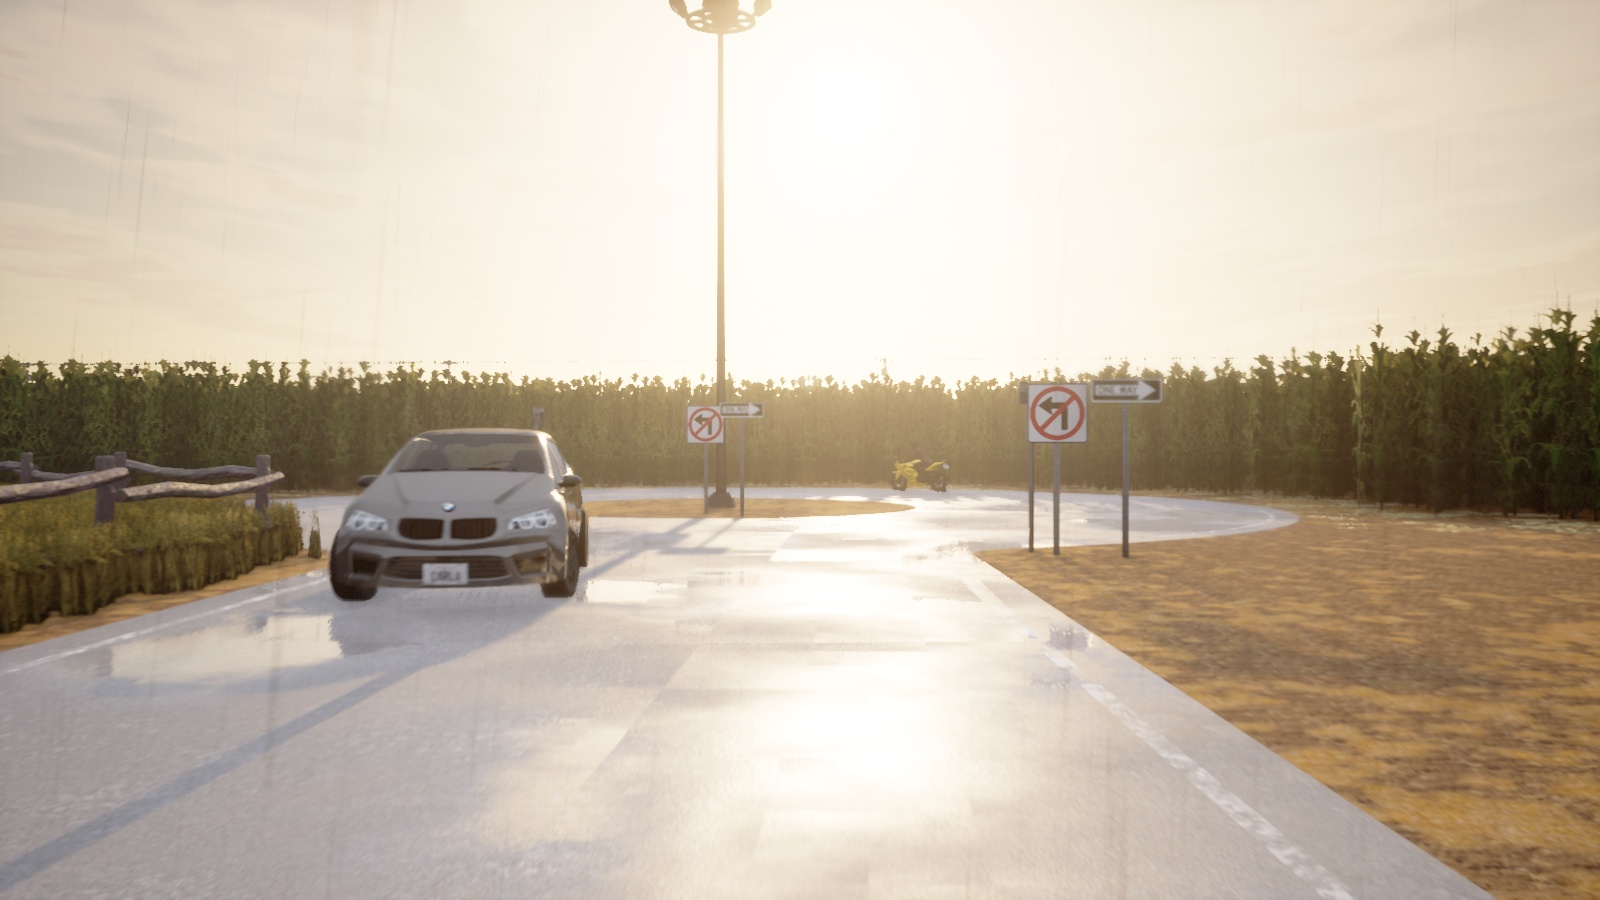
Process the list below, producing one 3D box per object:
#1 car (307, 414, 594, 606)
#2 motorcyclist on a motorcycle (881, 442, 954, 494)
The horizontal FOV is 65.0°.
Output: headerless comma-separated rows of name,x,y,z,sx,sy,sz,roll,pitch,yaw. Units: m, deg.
car,-3.442,0.513,13.347,2.242,1.667,4.611,0,0,-7
motorcyclist on a motorcycle,3.517,0.519,37.740,2.044,1.523,0.797,0,2,37
